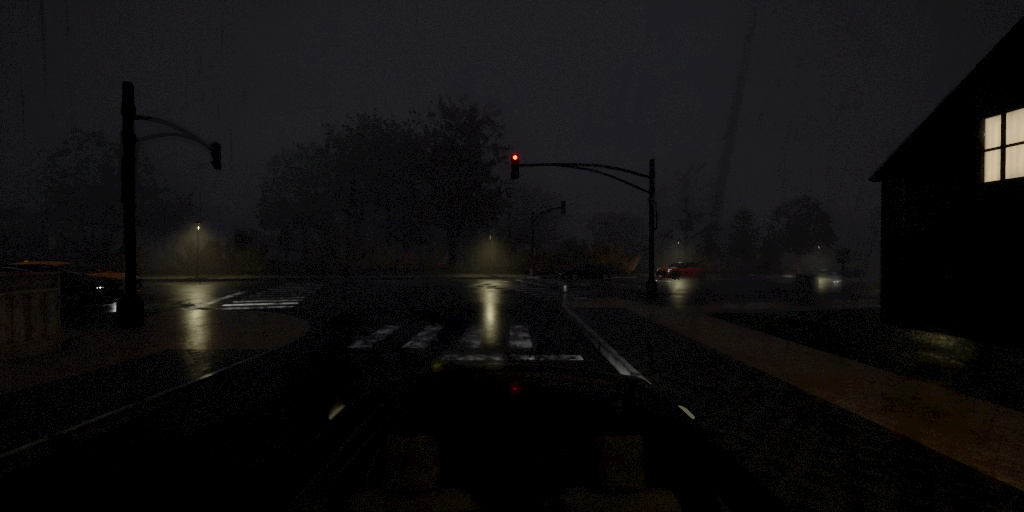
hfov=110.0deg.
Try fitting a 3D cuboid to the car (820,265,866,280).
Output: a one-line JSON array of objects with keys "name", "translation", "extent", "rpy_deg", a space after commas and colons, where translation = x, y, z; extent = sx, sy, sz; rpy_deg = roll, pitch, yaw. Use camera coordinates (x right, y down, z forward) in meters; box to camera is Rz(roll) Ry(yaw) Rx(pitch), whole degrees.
[{"name": "car", "translation": [36.970, 1.793, 40.031], "extent": [5.008, 1.535, 1.882], "rpy_deg": [1, 0, -15]}]

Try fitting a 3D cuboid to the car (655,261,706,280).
[{"name": "car", "translation": [15.894, 1.347, 33.875], "extent": [4.553, 1.767, 2.097], "rpy_deg": [1, 0, -17]}]

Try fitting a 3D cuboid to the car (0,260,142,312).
[{"name": "car", "translation": [-15.956, 1.019, 11.850], "extent": [4.902, 1.511, 2.128], "rpy_deg": [1, 0, -22]}]

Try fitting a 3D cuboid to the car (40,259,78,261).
[{"name": "car", "translation": [-18.328, 0.957, 14.409], "extent": [5.008, 1.535, 1.882], "rpy_deg": [1, 0, -21]}]

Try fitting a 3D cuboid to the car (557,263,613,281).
[{"name": "car", "translation": [6.286, 1.351, 30.711], "extent": [4.892, 1.490, 1.837], "rpy_deg": [1, 0, -18]}]
